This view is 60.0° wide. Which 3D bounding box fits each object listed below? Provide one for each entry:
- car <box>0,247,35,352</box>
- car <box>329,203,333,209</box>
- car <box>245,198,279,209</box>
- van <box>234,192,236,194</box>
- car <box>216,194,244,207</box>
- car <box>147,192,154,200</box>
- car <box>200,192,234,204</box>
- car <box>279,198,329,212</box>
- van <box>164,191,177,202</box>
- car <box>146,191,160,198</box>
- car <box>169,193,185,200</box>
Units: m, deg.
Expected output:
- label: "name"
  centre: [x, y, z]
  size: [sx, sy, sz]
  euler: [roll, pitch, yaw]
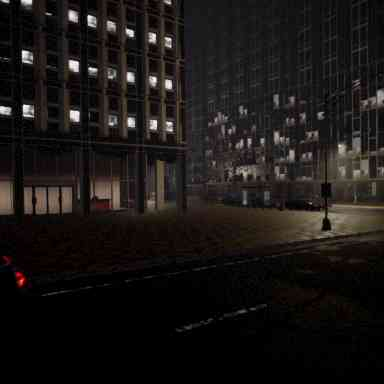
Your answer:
- label: "car"
  centre: [-4.652, 1.352, 4.355]
  size: [4.553, 1.767, 2.097]
  euler: [0, 0, -36]
- label: "car"
  centre: [13.841, 1.406, 38.560]
  size: [1.895, 1.301, 4.718]
  euler: [-1, 1, -34]
- label: "car"
  centre: [8.943, 1.388, 40.935]
  size: [1.802, 1.307, 4.206]
  euler: [0, 1, -34]
- label: "van"
  centre: [6.292, 0.855, 59.791]
  size: [1.690, 1.788, 3.998]
  euler: [0, 1, -34]
- label: "car"
  centre: [5.774, 1.319, 45.652]
  size: [1.947, 1.339, 4.313]
  euler: [0, 1, -34]
- label: "car"
  centre: [-10.268, 1.040, 69.107]
  size: [2.008, 1.369, 4.403]
  euler: [0, 1, -34]
- label: "car"
  centre: [3.937, 0.998, 53.001]
  size: [2.097, 1.767, 4.553]
  euler: [-1, 1, -34]
- label: "car"
  centre: [12.147, 1.424, 36.237]
  size: [1.947, 1.339, 4.313]
  euler: [0, 1, -34]
- label: "van"
  centre: [-3.833, 0.937, 59.734]
  size: [1.690, 1.788, 3.998]
  euler: [0, 1, -34]
- label: "car"
  centre: [-9.795, 0.687, 83.218]
  size: [1.967, 1.590, 4.097]
  euler: [0, 1, -34]
- label: "car"
  centre: [-3.359, 0.936, 73.850]
  size: [1.802, 1.307, 4.206]
  euler: [0, 1, -34]
